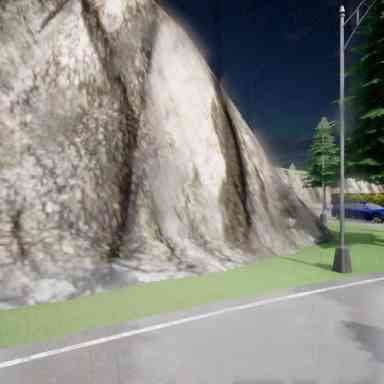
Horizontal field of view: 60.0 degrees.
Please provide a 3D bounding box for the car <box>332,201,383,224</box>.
[{"bbox_3d":[12.943,1.478,24.877,1.882,1.535,5.008,0,0,-28],"label":"car"}]

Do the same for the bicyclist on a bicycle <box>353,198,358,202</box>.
[{"bbox_3d":[16.430,1.453,33.354,1.656,1.620,0.582,0,0,-28],"label":"bicyclist on a bicycle"}]
